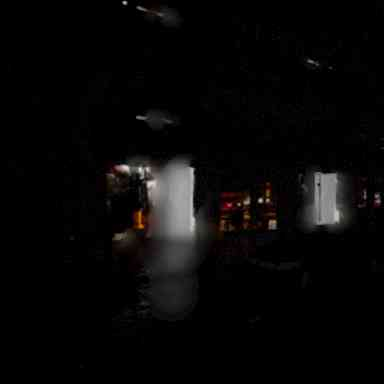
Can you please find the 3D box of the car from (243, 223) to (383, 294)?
[{"bbox_3d":[3.231,1.484,8.401,4.206,1.307,1.802,0,1,-32],"label":"car"}]
